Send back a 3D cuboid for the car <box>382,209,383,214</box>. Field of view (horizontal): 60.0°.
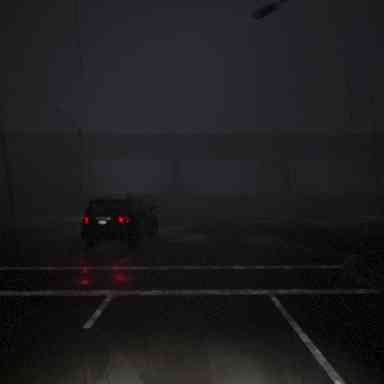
[{"bbox_3d":[20.735,1.657,31.712,4.674,1.442,1.812,0,0,0],"label":"car"}]

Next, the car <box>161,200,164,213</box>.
[{"bbox_3d":[-5.454,1.354,31.940,5.566,2.045,2.150,0,0,0],"label":"car"}]

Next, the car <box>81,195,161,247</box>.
[{"bbox_3d":[-3.186,1.286,15.579,2.150,2.045,5.566,-1,0,6],"label":"car"}]

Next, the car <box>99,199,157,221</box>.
[{"bbox_3d":[-5.372,1.470,28.438,4.553,1.767,2.097,0,0,0],"label":"car"}]
